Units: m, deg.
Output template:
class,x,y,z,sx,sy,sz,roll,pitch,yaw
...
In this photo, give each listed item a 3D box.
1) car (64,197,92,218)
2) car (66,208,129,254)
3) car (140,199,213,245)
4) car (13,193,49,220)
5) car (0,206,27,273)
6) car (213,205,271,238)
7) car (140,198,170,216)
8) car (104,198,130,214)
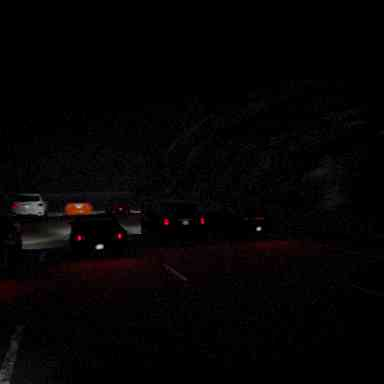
class,x,y,z,sx,sy,sz,roll,pitch,yaw
car,-9.712,1.208,28.286,2.097,1.767,4.553,0,0,-21
car,-3.890,1.534,13.251,1.895,1.301,4.718,0,0,-21
car,-1.024,1.275,15.556,2.097,1.767,4.553,0,0,-21
car,-12.650,1.089,26.170,2.150,2.045,5.566,0,1,-21
car,-6.439,1.424,10.096,1.882,1.535,5.008,0,0,-21
car,2.119,1.410,17.140,2.128,1.511,4.902,0,0,-21
car,-3.655,1.368,32.048,1.812,1.442,4.674,0,0,-21
car,-7.110,1.322,31.285,1.882,1.535,5.008,0,0,-21
